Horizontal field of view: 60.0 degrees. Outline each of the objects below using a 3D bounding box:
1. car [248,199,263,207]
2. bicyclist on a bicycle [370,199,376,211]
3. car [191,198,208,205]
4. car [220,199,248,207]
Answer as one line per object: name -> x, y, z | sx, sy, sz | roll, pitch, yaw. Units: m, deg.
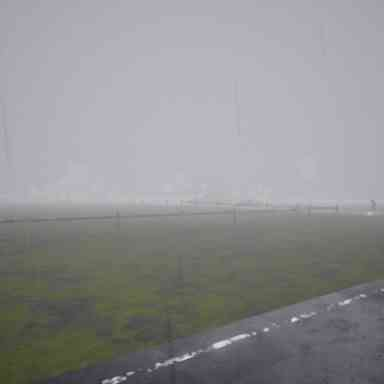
car -> 10.168, 1.923, 59.046 | 2.033, 1.411, 5.357 | 0, 0, -35
bicyclist on a bicycle -> 24.189, 1.788, 44.480 | 1.656, 1.620, 0.582 | 0, 0, -35
car -> 1.523, 1.936, 71.353 | 2.128, 1.511, 4.902 | 0, 0, -35
car -> 7.135, 1.965, 58.463 | 1.895, 1.301, 4.718 | 0, 0, -35
